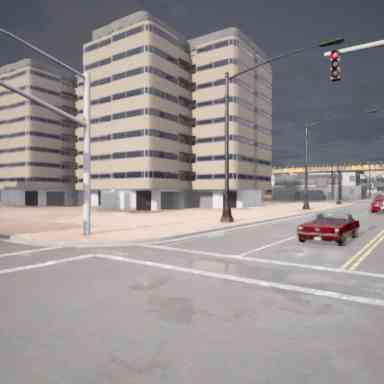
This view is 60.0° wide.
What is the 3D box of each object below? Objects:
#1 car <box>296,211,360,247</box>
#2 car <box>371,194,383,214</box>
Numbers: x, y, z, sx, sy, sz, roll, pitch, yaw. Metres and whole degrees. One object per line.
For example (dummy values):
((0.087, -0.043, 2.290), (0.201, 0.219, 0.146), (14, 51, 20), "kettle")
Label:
((6.380, 1.601, 15.354), (1.895, 1.301, 4.718), (0, 0, 35), "car")
((20.483, 1.219, 35.302), (2.150, 2.045, 5.566), (0, 0, 35), "car")
